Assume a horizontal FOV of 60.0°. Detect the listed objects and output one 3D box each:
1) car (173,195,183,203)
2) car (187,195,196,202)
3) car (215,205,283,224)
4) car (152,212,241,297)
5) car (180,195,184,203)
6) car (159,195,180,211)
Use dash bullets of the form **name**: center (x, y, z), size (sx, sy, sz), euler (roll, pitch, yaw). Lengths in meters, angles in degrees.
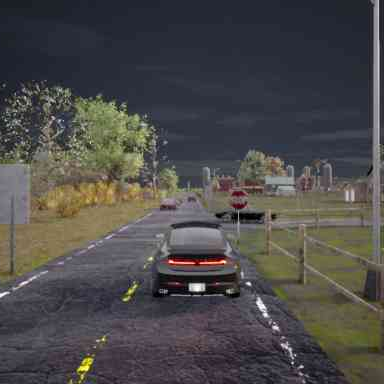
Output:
- **car**: center (-2.818, 1.434, 68.784), size (1.837, 1.490, 4.892), euler (0, 0, 0)
- **car**: center (-0.058, 1.415, 74.362), size (1.837, 1.490, 4.892), euler (0, 0, 0)
- **car**: center (4.110, 1.572, 24.127), size (4.718, 1.301, 1.895), euler (-1, 0, 27)
- **car**: center (0.091, 1.504, 8.533), size (1.837, 1.490, 4.892), euler (0, 0, 0)
- **car**: center (-2.876, 1.450, 54.013), size (2.128, 1.511, 4.902), euler (0, 0, 0)
- **car**: center (-2.884, 1.456, 40.817), size (1.882, 1.535, 5.008), euler (0, 1, 0)
